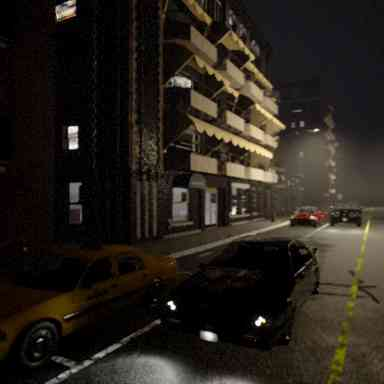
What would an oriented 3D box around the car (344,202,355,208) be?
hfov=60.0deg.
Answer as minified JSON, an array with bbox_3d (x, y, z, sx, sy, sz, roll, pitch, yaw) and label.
[{"bbox_3d":[34.135,2.841,71.951,1.802,1.307,4.206,-1,-1,29],"label":"car"}]

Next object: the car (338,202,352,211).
[{"bbox_3d":[27.967,2.607,60.603,2.008,1.369,4.403,-1,-1,29],"label":"car"}]

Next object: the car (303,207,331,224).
[{"bbox_3d":[11.669,2.114,30.892,1.802,1.307,4.206,-1,-1,29],"label":"car"}]

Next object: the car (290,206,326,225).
[{"bbox_3d":[8.953,1.886,25.943,1.967,1.590,4.097,-1,-1,29],"label":"car"}]

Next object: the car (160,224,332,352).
[{"bbox_3d":[1.514,1.669,6.990,2.033,1.411,5.357,-1,-1,29],"label":"car"}]

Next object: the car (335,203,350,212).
[{"bbox_3d":[25.250,2.518,55.652,2.008,1.369,4.403,-1,-1,29],"label":"car"}]

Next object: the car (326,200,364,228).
[{"bbox_3d":[12.589,1.681,26.980,2.150,2.045,5.566,-1,0,29],"label":"car"}]

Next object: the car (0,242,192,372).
[{"bbox_3d":[-1.994,1.629,5.985,1.752,1.417,4.829,-1,-1,29],"label":"car"}]
